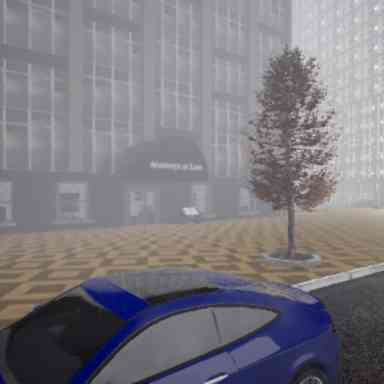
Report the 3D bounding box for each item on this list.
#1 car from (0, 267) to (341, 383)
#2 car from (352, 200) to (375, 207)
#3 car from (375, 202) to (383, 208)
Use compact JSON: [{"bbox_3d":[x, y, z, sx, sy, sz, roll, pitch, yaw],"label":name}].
[{"bbox_3d":[-0.544,1.519,2.937,4.674,1.442,1.812,0,0,-35],"label":"car"},{"bbox_3d":[30.519,2.000,59.125,1.947,1.339,4.313,-1,-1,-23],"label":"car"},{"bbox_3d":[32.701,1.909,53.941,1.947,1.339,4.313,-1,-1,-23],"label":"car"}]
